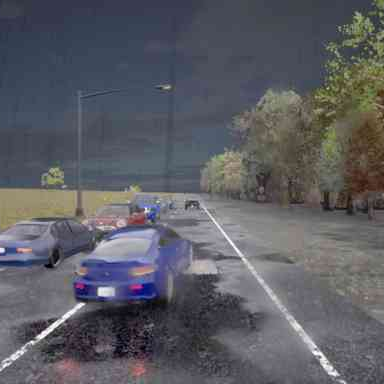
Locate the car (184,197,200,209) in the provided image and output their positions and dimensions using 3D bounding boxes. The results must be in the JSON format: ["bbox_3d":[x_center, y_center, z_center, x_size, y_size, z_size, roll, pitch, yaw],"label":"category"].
[{"bbox_3d":[0.028,1.501,44.312,1.837,1.490,4.892,0,0,0],"label":"car"}]

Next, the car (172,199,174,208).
[{"bbox_3d":[-3.626,1.347,45.234,2.097,1.767,4.553,0,0,0],"label":"car"}]

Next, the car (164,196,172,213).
[{"bbox_3d":[-3.619,1.351,35.228,2.097,1.767,4.553,0,0,0],"label":"car"}]

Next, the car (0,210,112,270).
[{"bbox_3d":[-4.697,1.549,11.098,2.033,1.411,5.357,0,0,6],"label":"car"}]

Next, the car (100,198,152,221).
[{"bbox_3d":[-3.562,1.354,15.874,2.097,1.767,4.553,0,0,6],"label":"car"}]

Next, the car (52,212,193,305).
[{"bbox_3d":[-1.152,1.507,8.037,1.812,1.442,4.674,-2,1,8],"label":"car"}]

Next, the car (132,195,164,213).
[{"bbox_3d":[-3.622,1.223,25.223,2.150,2.045,5.566,0,0,-1],"label":"car"}]
